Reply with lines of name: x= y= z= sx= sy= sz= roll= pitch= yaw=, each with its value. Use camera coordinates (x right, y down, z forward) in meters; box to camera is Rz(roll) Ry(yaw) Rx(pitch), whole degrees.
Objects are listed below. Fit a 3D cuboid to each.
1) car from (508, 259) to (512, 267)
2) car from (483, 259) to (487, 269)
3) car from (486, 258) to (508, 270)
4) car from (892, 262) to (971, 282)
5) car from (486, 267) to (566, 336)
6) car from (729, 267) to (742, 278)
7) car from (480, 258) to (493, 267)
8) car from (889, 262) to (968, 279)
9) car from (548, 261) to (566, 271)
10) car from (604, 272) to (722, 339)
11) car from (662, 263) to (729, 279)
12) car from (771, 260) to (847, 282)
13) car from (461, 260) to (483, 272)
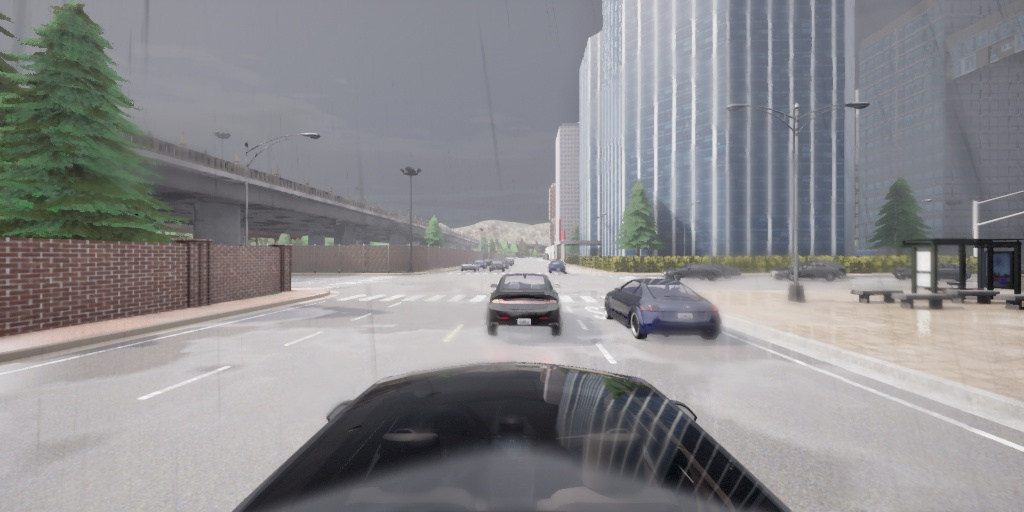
car: x=-1.461 y=1.297 z=56.109 sx=2.033 sy=1.411 sz=5.357 roll=0 pitch=0 yaw=2
car: x=-4.987 y=1.276 z=55.470 sx=1.812 sy=1.442 sz=4.674 roll=0 pitch=0 yaw=2
car: x=-1.848 y=1.276 z=46.525 sx=1.812 sy=1.442 sz=4.674 roll=0 pitch=0 yaw=2
car: x=33.954 y=1.309 z=29.078 sx=4.892 sy=1.490 sz=1.837 roll=0 pitch=0 yaw=3
car: x=0.372 y=1.242 z=10.369 sx=2.128 sy=1.511 sz=4.902 roll=0 pitch=0 yaw=2
car: x=18.170 y=1.353 z=33.257 sx=5.357 sy=1.411 sz=2.033 roll=0 pitch=0 yaw=2
car: x=-4.561 y=1.227 z=65.243 sx=1.882 sy=1.535 sz=5.008 roll=0 pitch=0 yaw=3
car: x=37.546 y=1.310 z=32.418 sx=4.892 sy=1.490 sz=1.837 roll=0 pitch=0 yaw=3
car: x=5.166 y=1.275 z=41.637 sx=1.812 sy=1.442 sz=4.674 roll=0 pitch=0 yaw=3
car: x=3.934 y=1.314 z=10.053 sx=1.994 sy=1.385 sz=4.181 roll=0 pitch=0 yaw=1
car: x=14.954 y=1.331 z=29.875 sx=4.674 sy=1.442 sz=1.812 roll=0 pitch=0 yaw=3
car: x=24.074 y=1.297 z=29.507 sx=4.902 sy=1.511 sz=2.128 roll=0 pitch=0 yaw=2
car: x=-5.361 y=1.351 z=46.316 sx=1.895 sy=1.301 sz=4.718 roll=0 pitch=0 yaw=2
